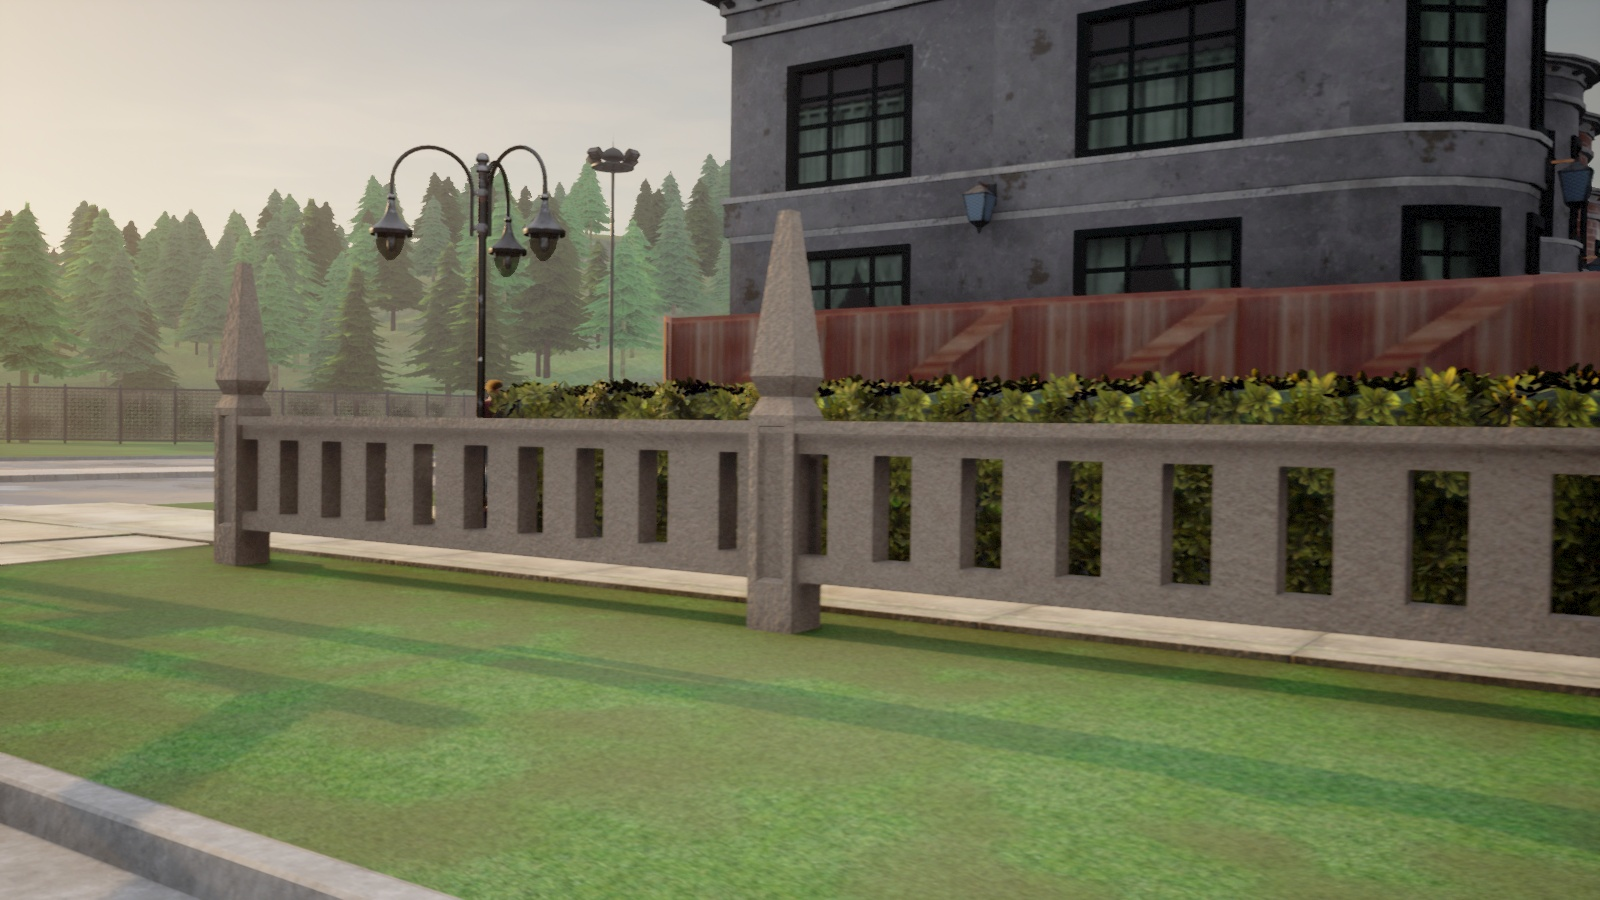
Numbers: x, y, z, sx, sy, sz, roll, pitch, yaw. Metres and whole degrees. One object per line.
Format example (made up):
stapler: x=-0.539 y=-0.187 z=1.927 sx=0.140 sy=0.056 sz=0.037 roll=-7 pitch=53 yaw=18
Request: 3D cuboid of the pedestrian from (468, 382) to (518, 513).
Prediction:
pedestrian: x=-4.380 y=-0.041 z=17.912 sx=0.345 sy=1.836 sz=0.594 roll=0 pitch=1 yaw=34
